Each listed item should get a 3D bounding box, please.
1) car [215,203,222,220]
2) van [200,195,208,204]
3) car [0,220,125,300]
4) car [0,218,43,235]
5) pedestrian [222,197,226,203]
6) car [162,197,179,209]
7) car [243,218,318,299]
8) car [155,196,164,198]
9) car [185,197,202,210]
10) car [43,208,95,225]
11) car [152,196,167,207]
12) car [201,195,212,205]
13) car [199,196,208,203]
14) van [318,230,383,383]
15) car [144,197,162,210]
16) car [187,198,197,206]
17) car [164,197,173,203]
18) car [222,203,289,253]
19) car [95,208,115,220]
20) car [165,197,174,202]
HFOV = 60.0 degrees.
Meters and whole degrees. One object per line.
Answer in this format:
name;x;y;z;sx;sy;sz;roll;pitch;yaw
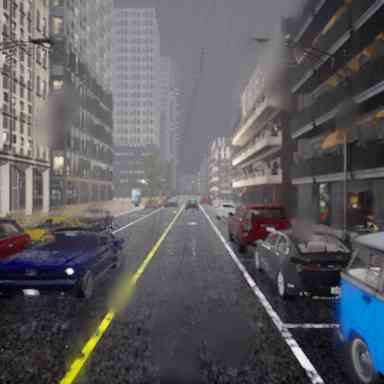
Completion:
car;3.003;1.644;29.018;1.812;1.442;4.674;0;0;0
van;2.695;1.659;74.914;1.690;1.788;3.998;0;0;0
car;-3.099;1.636;8.615;1.895;1.301;4.718;0;0;0
car;-5.691;1.474;8.302;1.967;1.590;4.097;0;0;0
pedestrian;3.003;1.423;31.853;0.375;1.860;0.375;0;0;-1
car;-3.064;1.772;50.226;1.994;1.385;4.181;0;0;0
car;2.690;1.583;8.302;2.008;1.369;4.403;0;0;0
car;-5.688;1.660;52.710;1.967;1.590;4.097;0;0;0
car;0.028;1.737;46.005;2.033;1.411;5.357;0;0;1
car;-5.691;1.581;13.683;1.752;1.417;4.829;0;0;0
car;-5.687;1.559;58.261;2.192;1.841;5.009;0;0;0
car;2.694;1.583;63.812;2.192;1.841;5.009;0;0;0
car;2.696;1.784;80.464;1.967;1.590;4.097;0;0;0
van;2.688;1.352;2.752;1.690;1.788;3.998;0;0;0
car;-5.687;1.777;47.158;1.802;1.307;4.206;0;0;0
car;0.007;1.865;62.799;1.895;1.301;4.718;0;0;0
car;-5.684;1.911;80.464;1.947;1.339;4.313;0;0;0
car;2.689;1.370;13.854;2.192;1.841;5.009;0;0;0
car;-5.690;1.630;19.404;2.008;1.369;4.403;0;0;0
car;-5.684;1.936;85.710;1.947;1.339;4.313;0;0;0
